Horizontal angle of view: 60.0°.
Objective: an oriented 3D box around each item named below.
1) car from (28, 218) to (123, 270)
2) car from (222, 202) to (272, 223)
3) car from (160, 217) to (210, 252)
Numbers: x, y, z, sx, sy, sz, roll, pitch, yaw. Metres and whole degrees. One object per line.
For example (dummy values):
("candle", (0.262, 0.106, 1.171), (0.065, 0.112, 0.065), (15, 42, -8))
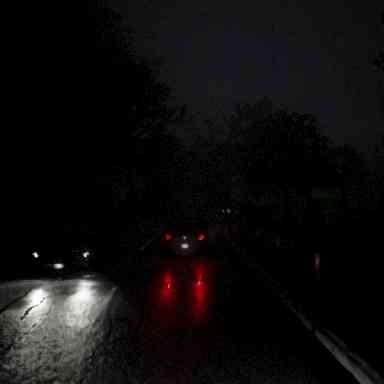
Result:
("car", (-3.686, 1.655, 11.701), (2.033, 1.411, 5.357), (0, -1, -2))
("car", (4.692, 1.626, 28.008), (4.553, 1.767, 2.097), (0, -1, -39))
("car", (-0.196, 1.720, 14.465), (1.895, 1.301, 4.718), (0, -1, 2))
